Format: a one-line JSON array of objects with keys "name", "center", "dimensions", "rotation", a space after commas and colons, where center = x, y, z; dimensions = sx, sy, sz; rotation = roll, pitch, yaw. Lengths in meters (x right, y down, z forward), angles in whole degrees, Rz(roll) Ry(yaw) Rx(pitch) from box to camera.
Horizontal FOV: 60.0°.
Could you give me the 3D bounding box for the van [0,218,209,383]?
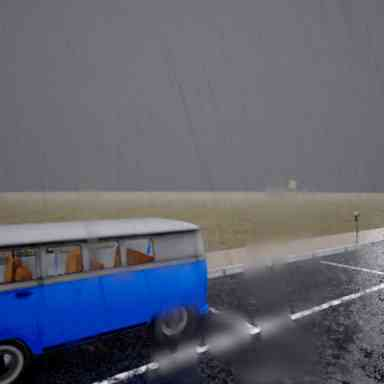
[{"name": "van", "center": [-1.632, 1.336, 4.921], "dimensions": [3.998, 1.788, 1.690], "rotation": [0, 1, -36]}]
